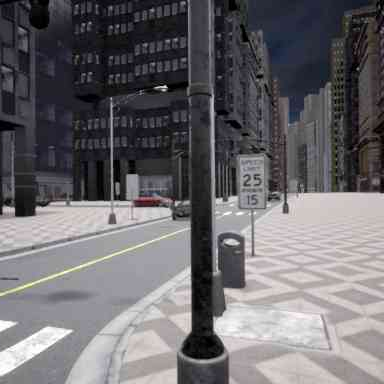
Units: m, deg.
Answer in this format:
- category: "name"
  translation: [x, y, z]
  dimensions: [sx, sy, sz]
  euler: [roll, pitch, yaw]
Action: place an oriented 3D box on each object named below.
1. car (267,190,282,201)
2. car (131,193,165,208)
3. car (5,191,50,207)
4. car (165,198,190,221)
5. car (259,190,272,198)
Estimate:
- category: "car"
  translation: [12.921, 0.632, 51.674]
  dimensions: [1.837, 1.490, 4.892]
  euler: [-1, 1, 19]
- category: "car"
  translation: [-4.049, 0.889, 35.078]
  dimensions: [4.553, 1.767, 2.097]
  euler: [-1, 0, 23]
- category: "car"
  translation: [-20.273, 0.922, 40.971]
  dimensions: [5.566, 2.045, 2.150]
  euler: [-1, -1, 19]
- category: "car"
  translation: [0.131, 1.141, 23.916]
  dimensions: [1.882, 1.535, 5.008]
  euler: [-1, 0, 19]
- category: "car"
  translation: [14.783, 0.457, 66.771]
  dimensions: [1.837, 1.490, 4.892]
  euler: [-1, 1, 19]
